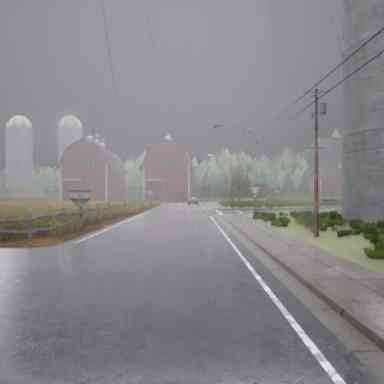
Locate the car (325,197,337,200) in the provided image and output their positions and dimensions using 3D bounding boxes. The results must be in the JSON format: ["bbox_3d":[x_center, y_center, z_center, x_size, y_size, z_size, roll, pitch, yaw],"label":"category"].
[{"bbox_3d":[30.751,1.837,72.744,1.895,1.301,4.718,0,0,-11],"label":"car"}]

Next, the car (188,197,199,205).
[{"bbox_3d":[0.277,1.740,64.750,1.812,1.442,4.674,0,0,3],"label":"car"}]
